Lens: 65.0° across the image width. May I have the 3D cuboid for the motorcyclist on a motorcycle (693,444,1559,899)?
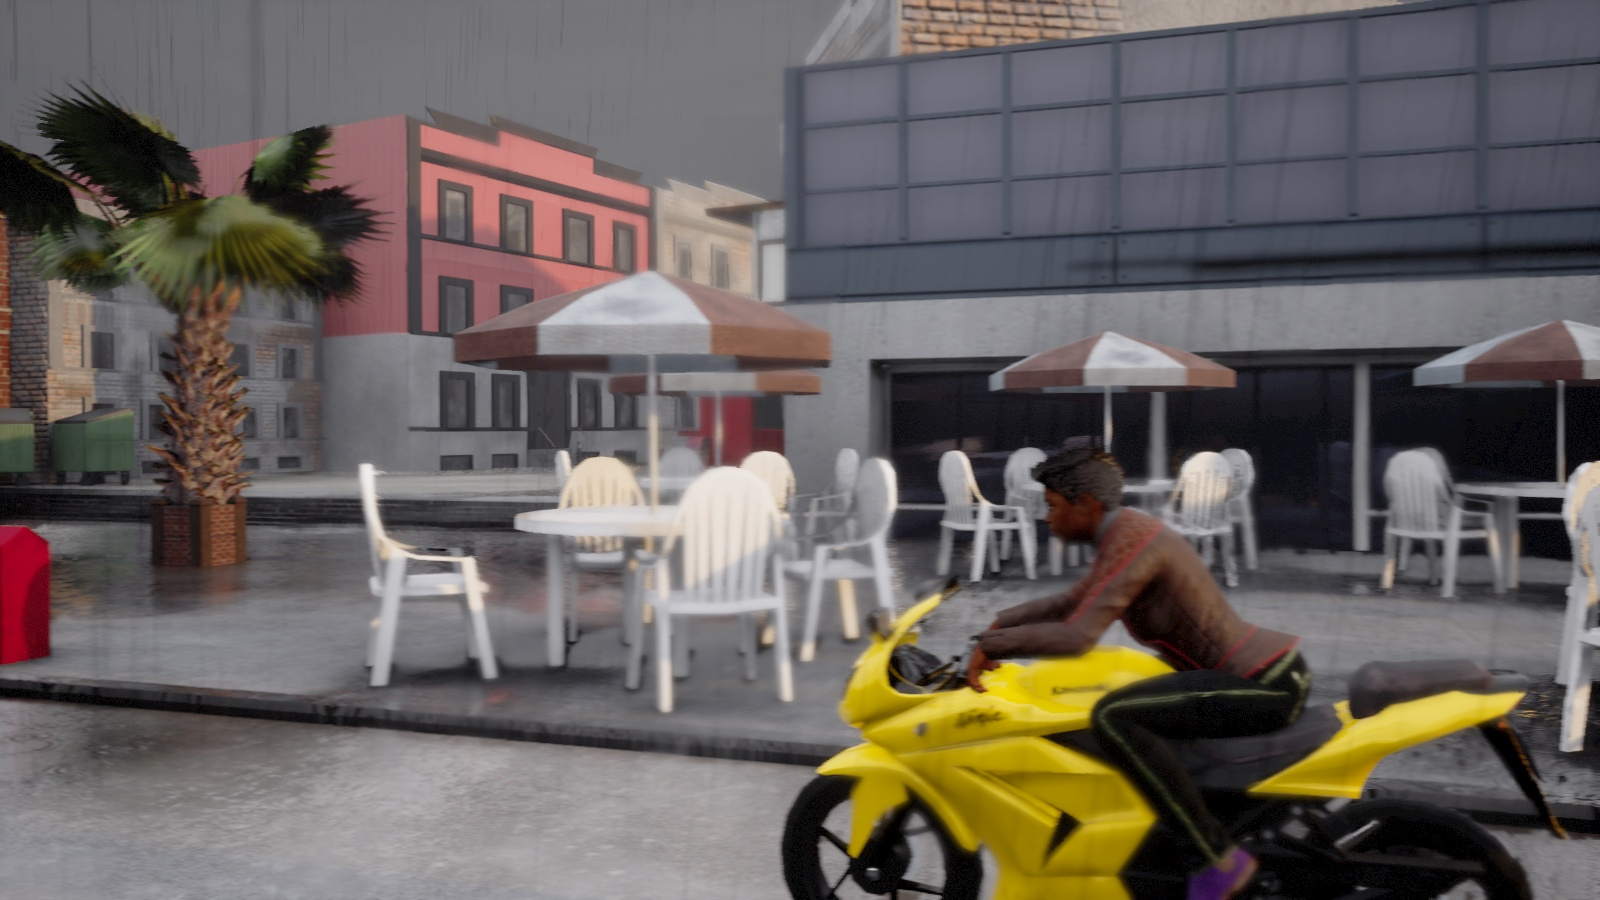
[{"bbox_3d":[0.807,0.756,3.448,2.044,1.523,0.797,1,1,19],"label":"motorcyclist on a motorcycle"}]
